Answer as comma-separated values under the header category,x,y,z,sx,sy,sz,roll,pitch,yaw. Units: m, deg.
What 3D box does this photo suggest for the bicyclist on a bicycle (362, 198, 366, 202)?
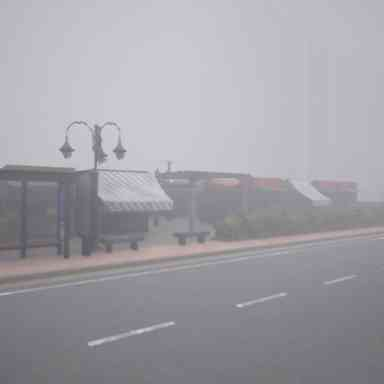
category,x,y,z,sx,sy,sz,roll,pitch,yaw
bicyclist on a bicycle,27.646,1.748,53.511,1.656,1.620,0.582,0,0,-36
